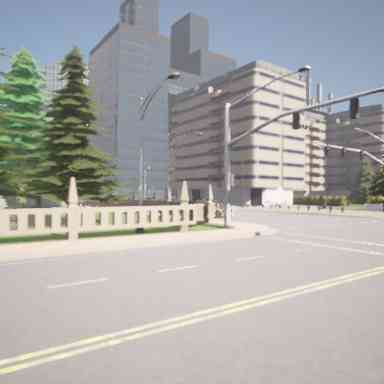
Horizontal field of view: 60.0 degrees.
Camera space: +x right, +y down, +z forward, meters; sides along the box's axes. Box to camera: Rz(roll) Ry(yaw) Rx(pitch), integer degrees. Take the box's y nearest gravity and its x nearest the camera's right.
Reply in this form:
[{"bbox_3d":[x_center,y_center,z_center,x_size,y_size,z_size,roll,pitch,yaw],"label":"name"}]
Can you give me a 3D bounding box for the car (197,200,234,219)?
[{"bbox_3d":[1.965,1.544,32.368,2.097,1.767,4.553,1,-1,-35],"label":"car"}]
